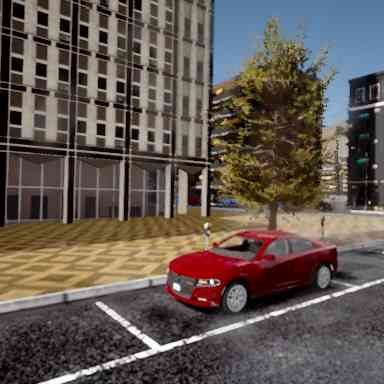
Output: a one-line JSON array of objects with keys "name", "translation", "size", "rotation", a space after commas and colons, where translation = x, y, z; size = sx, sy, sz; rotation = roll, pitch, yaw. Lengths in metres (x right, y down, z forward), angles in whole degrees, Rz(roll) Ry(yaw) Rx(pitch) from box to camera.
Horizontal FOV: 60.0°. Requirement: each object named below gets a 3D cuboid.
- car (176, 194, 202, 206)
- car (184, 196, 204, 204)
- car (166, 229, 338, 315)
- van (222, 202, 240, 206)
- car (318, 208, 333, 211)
[{"name": "car", "translation": [0.113, 1.305, 52.747], "size": [2.192, 1.841, 5.009], "rotation": [2, -1, -36]}, {"name": "car", "translation": [0.319, 1.608, 66.781], "size": [1.967, 1.590, 4.097], "rotation": [2, -1, -36]}, {"name": "car", "translation": [1.537, 1.579, 7.657], "size": [4.507, 1.381, 1.887], "rotation": [0, 1, -36]}, {"name": "van", "translation": [6.907, 1.537, 57.647], "size": [1.690, 1.788, 3.998], "rotation": [2, -1, -36]}, {"name": "car", "translation": [16.782, 1.808, 43.941], "size": [1.947, 1.339, 4.313], "rotation": [2, -1, -36]}]
